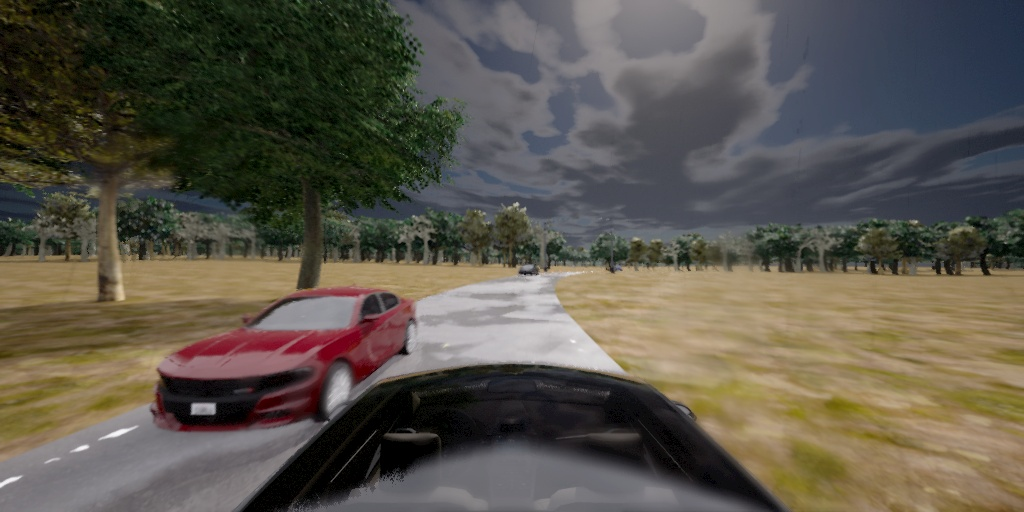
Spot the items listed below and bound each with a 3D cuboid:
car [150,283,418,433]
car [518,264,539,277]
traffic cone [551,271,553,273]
[{"bbox_3d":[-3.057,1.281,6.080,1.882,1.535,5.008,0,-1,1],"label":"car"},{"bbox_3d":[2.144,1.823,46.438,1.882,1.535,5.008,-1,-1,16],"label":"car"},{"bbox_3d":[7.197,2.699,64.368,0.340,0.580,0.340,0,0,23],"label":"traffic cone"}]
